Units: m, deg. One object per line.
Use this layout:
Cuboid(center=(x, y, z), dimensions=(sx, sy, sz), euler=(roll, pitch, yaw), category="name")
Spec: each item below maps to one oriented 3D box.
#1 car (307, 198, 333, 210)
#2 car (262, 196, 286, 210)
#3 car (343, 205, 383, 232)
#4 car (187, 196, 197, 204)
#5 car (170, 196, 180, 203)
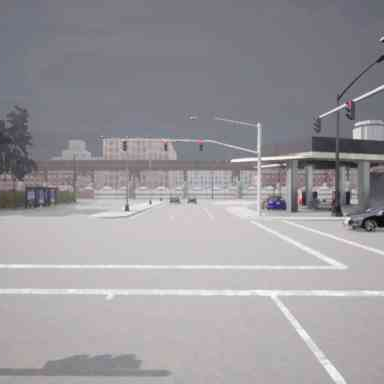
Cuboid(center=(15.464, 1.453, 40.384), dimensions=(1.970, 1.475, 3.806), euler=(0, 0, 0), category="car")
Cuboid(center=(9.719, 1.292, 39.623), dimensions=(2.242, 1.667, 4.611), euler=(0, 0, 0), category="car")
Cuboid(center=(11.438, 1.490, 19.439), dimensions=(4.902, 1.511, 2.128), euler=(0, 0, -1), category="car")
Cuboid(center=(0.015, 1.543, 64.301), dimensions=(2.033, 1.411, 5.357), euler=(0, 0, 0), category="car")
Cuboid(center=(-3.383, 1.487, 66.222), dimensions=(2.128, 1.511, 4.902), euler=(0, 0, 0), category="car")
